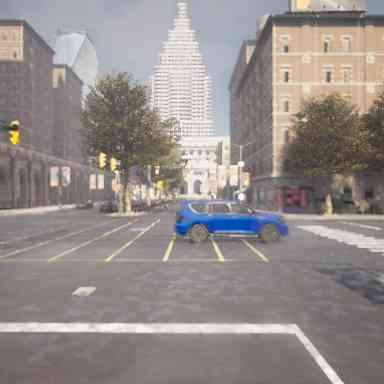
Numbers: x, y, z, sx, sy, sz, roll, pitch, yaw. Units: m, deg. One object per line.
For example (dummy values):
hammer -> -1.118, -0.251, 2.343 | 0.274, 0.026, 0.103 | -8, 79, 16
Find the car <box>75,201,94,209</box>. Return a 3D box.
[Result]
car -> -18.276, 2.183, 56.747 | 1.895, 1.301, 4.718 | 0, -1, 0

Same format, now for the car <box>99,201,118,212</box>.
car -> -11.618, 1.988, 46.686 | 1.837, 1.490, 4.892 | 0, 0, 0

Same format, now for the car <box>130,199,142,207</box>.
car -> -11.563, 2.204, 63.370 | 2.033, 1.411, 5.357 | 0, -1, 1

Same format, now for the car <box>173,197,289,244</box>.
car -> 1.850, 1.391, 16.439 | 5.566, 2.045, 2.150 | 0, -1, 0

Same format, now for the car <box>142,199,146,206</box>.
car -> -11.535, 2.271, 74.509 | 1.837, 1.490, 4.892 | 0, -1, 0
